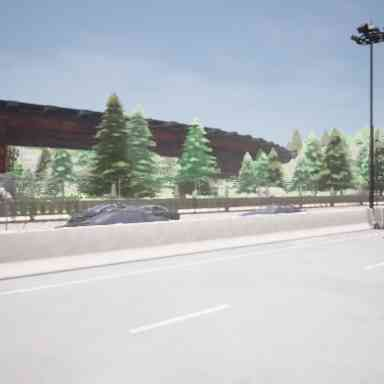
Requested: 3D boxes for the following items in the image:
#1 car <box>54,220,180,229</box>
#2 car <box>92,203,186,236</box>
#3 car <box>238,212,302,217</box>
[{"bbox_3d":[-3.211,1.522,14.566,5.357,1.411,2.033,0,0,-35],"label":"car"},{"bbox_3d":[-2.950,1.454,19.039,4.902,1.511,2.128,0,0,-35],"label":"car"},{"bbox_3d":[5.186,1.477,20.524,5.357,1.411,2.033,0,0,-35],"label":"car"}]
